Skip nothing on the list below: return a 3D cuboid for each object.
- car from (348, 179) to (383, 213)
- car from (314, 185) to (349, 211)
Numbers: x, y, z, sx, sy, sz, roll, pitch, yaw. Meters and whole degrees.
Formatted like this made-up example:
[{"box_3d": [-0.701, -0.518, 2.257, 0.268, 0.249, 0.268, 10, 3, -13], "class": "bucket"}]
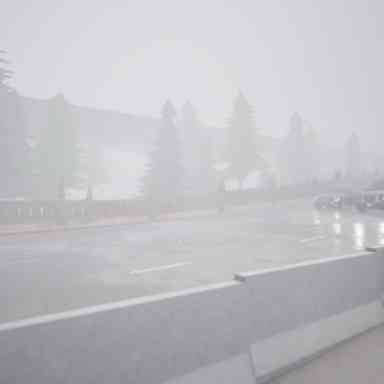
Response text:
[{"box_3d": [13.014, 0.184, 21.881, 5.566, 2.045, 2.150, -6, 4, -35], "class": "car"}, {"box_3d": [11.110, 0.301, 24.820, 4.553, 1.767, 2.097, -6, 4, -35], "class": "car"}]
